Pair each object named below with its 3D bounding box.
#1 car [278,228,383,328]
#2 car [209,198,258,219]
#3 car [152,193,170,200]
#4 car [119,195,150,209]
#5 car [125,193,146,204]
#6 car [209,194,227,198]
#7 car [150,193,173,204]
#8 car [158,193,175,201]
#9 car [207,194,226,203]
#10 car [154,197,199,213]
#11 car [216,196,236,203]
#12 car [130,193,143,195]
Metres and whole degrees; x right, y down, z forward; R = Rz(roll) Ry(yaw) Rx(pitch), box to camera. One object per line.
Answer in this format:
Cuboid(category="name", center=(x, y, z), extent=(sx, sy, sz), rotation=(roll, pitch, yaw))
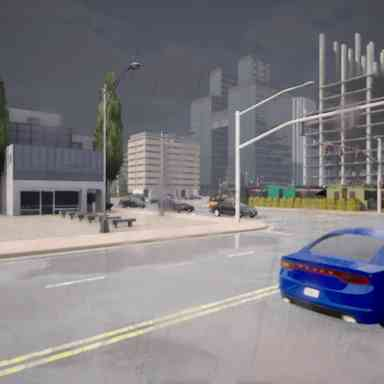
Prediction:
Cuboid(category="car", center=(3.902, 1.496, 7.012), extent=(5.008, 1.535, 1.882), rotation=(0, 0, -38))
Cuboid(category="car", center=(3.854, 1.560, 30.380), extent=(1.837, 1.490, 4.892), rotation=(0, 0, -36))
Cuboid(category="car", center=(-8.353, 1.281, 89.443), extent=(4.605, 1.855, 1.932), rotation=(0, 0, -38))
Cuboid(category="car", center=(-8.208, 1.566, 46.978), extent=(1.837, 1.490, 4.892), rotation=(0, 0, -36))
Cuboid(category="car", center=(-12.061, 1.315, 70.309), extent=(2.150, 2.045, 5.566), rotation=(0, 0, -36))
Cuboid(category="car", center=(3.879, 1.417, 36.300), extent=(2.097, 1.767, 4.553), rotation=(0, 0, -36))
Cuboid(category="car", center=(-6.205, 1.440, 62.406), extent=(2.097, 1.767, 4.553), rotation=(0, 0, -36))
Cuboid(category="car", center=(-6.634, 1.283, 87.114), extent=(3.866, 1.878, 1.905), rotation=(0, 0, -38))
Cuboid(category="car", center=(5.341, 1.280, 71.568), extent=(3.866, 1.878, 1.905), rotation=(0, 0, -38))
Cuboid(category="car", center=(-1.878, 1.605, 38.253), extent=(2.033, 1.411, 5.357), rotation=(0, 0, -37))
Cuboid(category="car", center=(7.094, 1.519, 69.264), extent=(3.806, 1.475, 1.970), rotation=(0, 0, -38))
Cuboid(category="car", center=(-10.483, 1.422, 56.107), extent=(2.097, 1.767, 4.553), rotation=(0, 0, -36))
